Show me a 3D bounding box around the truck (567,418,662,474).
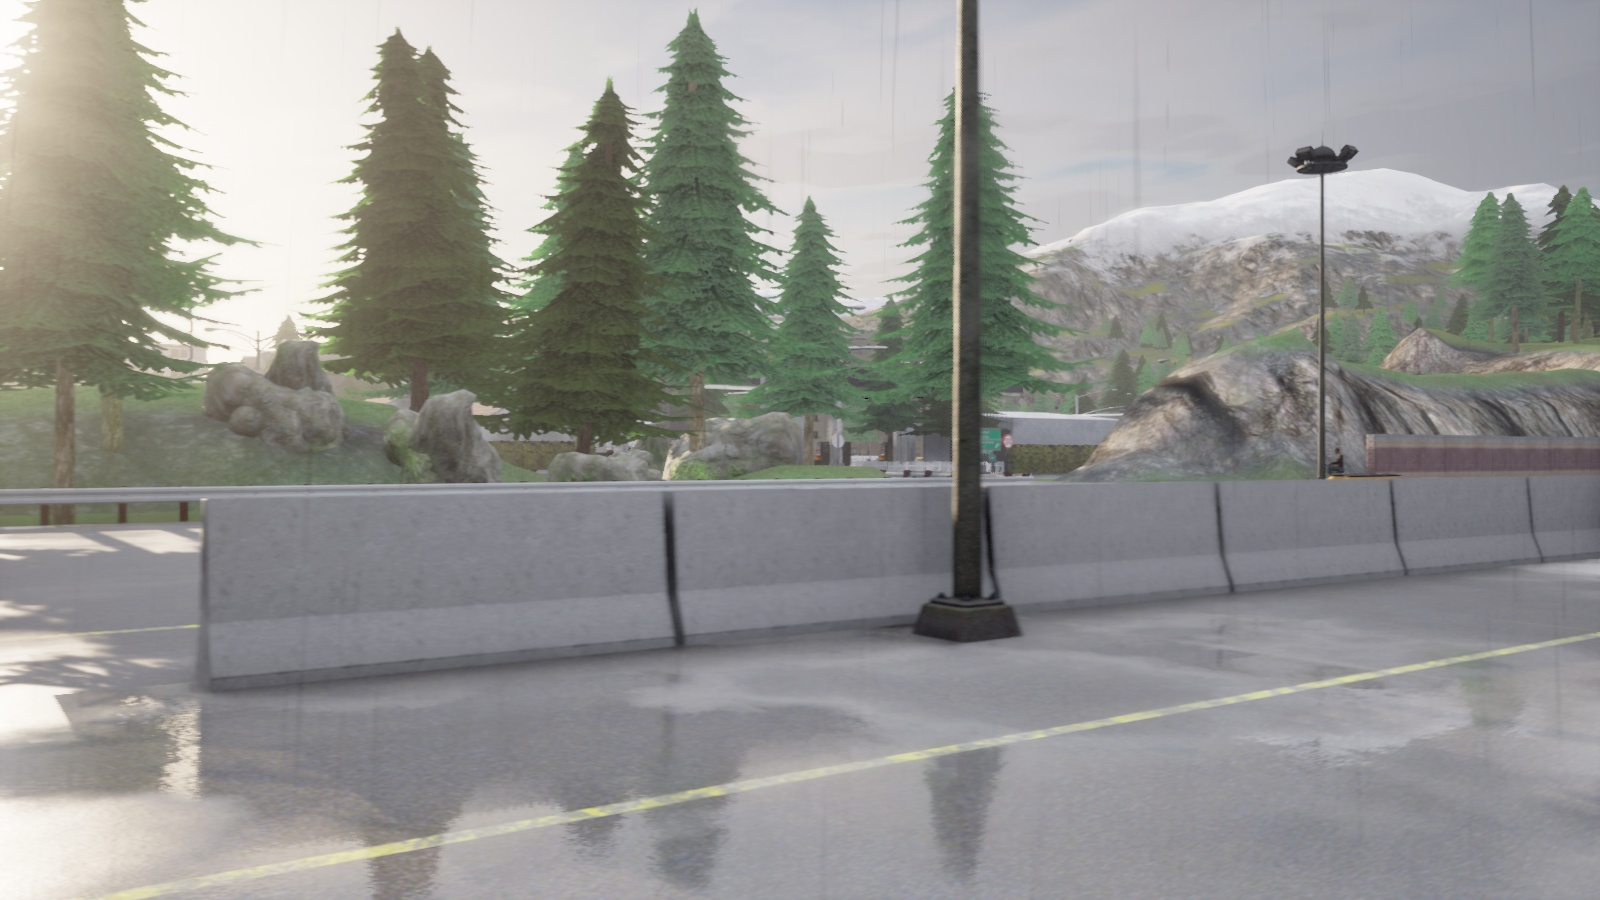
[{"bbox_3d":[-12.242,-0.188,82.394,2.891,3.462,7.936,0,-1,-35],"label":"truck"}]
